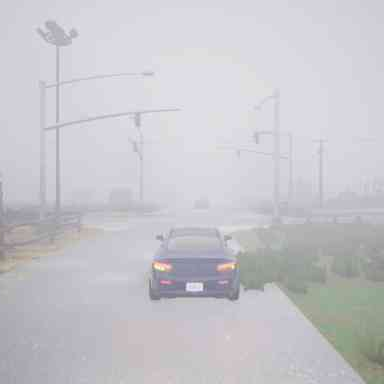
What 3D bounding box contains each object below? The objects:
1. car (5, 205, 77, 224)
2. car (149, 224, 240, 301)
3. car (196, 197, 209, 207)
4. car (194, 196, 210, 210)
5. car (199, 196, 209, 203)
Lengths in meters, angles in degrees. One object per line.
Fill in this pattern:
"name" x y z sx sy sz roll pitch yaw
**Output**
"car" -10.599 1.601 23.567 4.718 1.301 1.895 0 0 4
"car" 0.049 1.526 8.230 1.812 1.442 4.674 0 0 0
"car" 1.776 1.512 53.532 2.033 1.411 5.357 0 0 3
"car" 1.272 1.512 42.890 2.033 1.411 5.357 0 0 3
"car" 2.488 1.512 67.191 2.033 1.411 5.357 0 0 3
